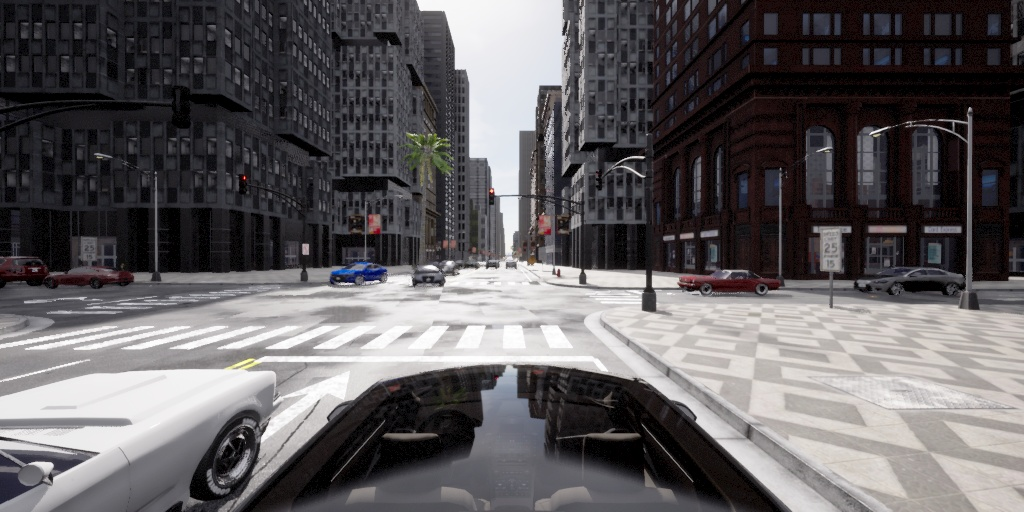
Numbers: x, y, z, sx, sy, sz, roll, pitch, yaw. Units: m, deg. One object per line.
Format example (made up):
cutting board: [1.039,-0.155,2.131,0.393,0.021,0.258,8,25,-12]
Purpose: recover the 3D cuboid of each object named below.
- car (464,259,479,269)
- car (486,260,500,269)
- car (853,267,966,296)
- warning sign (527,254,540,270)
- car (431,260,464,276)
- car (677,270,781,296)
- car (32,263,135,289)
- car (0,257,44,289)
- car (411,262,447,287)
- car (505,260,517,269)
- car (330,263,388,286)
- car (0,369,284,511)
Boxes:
car: [-6.809,1.263,60.217,2.097,1.767,4.553,0,0,0]
car: [-3.392,1.421,60.606,1.837,1.490,4.892,0,0,0]
car: [21.550,1.348,19.563,4.902,1.511,2.128,0,0,0]
warning sign: [2.661,0.940,47.605,1.300,1.860,1.060,0,0,0]
car: [-6.749,1.275,37.913,2.128,1.511,4.902,0,0,0]
car: [11.652,1.414,19.529,4.718,1.301,1.895,0,0,0]
car: [-25.148,1.232,21.404,4.207,1.307,1.802,0,0,-1]
car: [-30.786,0.945,21.293,5.009,1.841,2.192,0,0,-1]
car: [-5.752,1.311,24.355,1.994,1.385,4.181,0,0,-15]
car: [-0.144,1.419,62.016,2.128,1.511,4.902,0,0,0]
car: [-10.604,1.211,25.208,1.882,1.535,5.008,0,-1,10]
car: [-3.149,1.351,1.460,1.895,1.301,4.718,0,0,-3]
